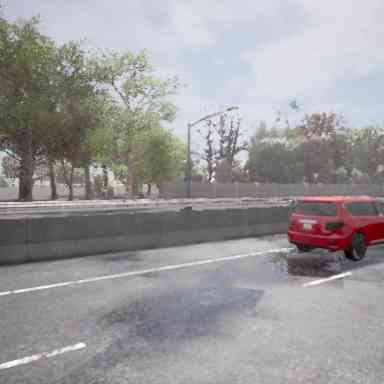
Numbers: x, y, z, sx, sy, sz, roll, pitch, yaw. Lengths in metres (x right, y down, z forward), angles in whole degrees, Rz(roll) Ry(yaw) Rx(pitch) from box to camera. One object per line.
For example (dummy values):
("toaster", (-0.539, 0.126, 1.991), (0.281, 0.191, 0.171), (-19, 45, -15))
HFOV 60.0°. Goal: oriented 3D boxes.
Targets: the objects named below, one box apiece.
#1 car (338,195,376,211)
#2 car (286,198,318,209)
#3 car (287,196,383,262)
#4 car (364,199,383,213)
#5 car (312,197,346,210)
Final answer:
("car", (19.531, 1.258, 39.389), (4.553, 1.767, 2.097), (0, 0, -35))
("car", (14.753, 1.471, 44.491), (4.181, 1.385, 1.994), (0, 0, -36))
("car", (5.903, 1.189, 12.260), (5.566, 2.045, 2.150), (0, 0, -35))
("car", (20.716, 1.509, 35.944), (4.718, 1.301, 1.895), (0, 0, -35))
("car", (17.355, 1.432, 42.137), (4.674, 1.442, 1.812), (0, 0, -35))
